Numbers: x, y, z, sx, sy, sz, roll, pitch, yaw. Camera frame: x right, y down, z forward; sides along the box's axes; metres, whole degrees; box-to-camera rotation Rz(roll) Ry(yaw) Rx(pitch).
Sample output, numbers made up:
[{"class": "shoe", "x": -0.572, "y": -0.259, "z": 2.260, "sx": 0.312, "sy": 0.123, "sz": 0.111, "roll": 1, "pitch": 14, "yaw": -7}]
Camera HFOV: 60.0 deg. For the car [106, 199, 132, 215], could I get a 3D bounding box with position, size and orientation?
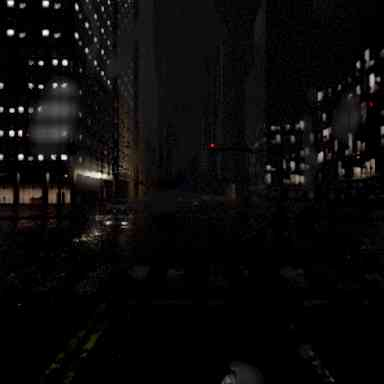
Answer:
[{"class": "car", "x": -6.949, "y": 1.416, "z": 31.956, "sx": 1.812, "sy": 1.442, "sz": 4.674, "roll": 0, "pitch": 0, "yaw": -1}]
